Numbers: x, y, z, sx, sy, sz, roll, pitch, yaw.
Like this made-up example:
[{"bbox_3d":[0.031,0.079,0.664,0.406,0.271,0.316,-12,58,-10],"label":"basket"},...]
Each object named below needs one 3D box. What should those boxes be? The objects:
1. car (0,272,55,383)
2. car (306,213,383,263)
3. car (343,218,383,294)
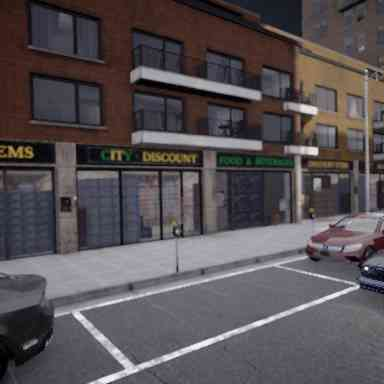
[{"bbox_3d":[-3.806,1.588,3.468,4.403,1.369,2.008,-2,1,-36],"label":"car"},{"bbox_3d":[5.169,1.313,9.887,4.206,1.307,1.802,-2,1,-36],"label":"car"},{"bbox_3d":[5.769,1.306,7.193,5.357,1.411,2.033,-2,1,-36],"label":"car"}]
